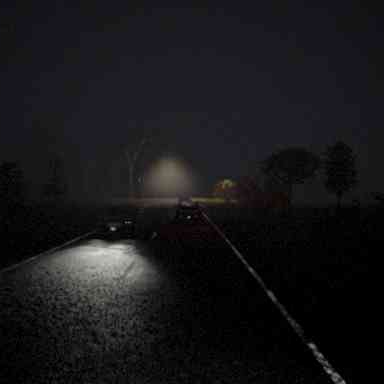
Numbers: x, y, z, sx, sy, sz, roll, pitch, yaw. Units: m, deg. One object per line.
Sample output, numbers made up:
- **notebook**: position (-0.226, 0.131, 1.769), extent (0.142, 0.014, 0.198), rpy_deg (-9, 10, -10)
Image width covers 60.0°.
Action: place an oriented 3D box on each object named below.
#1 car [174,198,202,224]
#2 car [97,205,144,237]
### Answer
- **car**: position (-0.267, 1.429, 24.075), extent (2.128, 1.511, 4.902), rpy_deg (0, 0, -1)
- **car**: position (-3.721, 1.449, 17.976), extent (2.128, 1.511, 4.902), rpy_deg (0, 0, -1)
